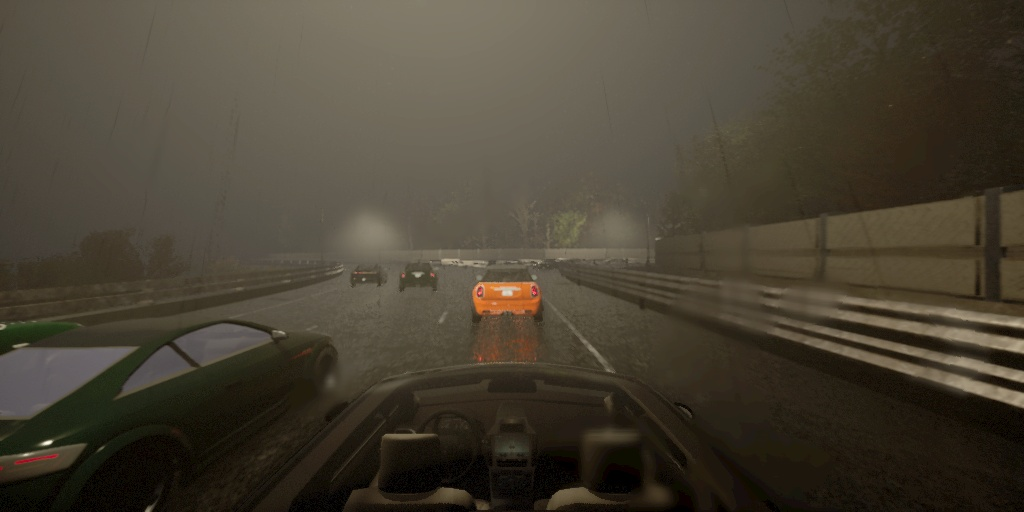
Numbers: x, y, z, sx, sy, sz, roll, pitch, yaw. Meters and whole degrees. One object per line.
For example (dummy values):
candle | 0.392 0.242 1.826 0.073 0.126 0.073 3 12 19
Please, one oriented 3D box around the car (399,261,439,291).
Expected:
car | -5.573 1.100 21.919 2.097 1.767 4.553 0 0 -10

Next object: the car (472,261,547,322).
car | -0.168 1.081 12.367 2.097 1.767 4.553 0 0 -1

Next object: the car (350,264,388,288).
car | -9.709 1.263 24.588 2.128 1.511 4.902 0 0 -13

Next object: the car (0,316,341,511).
car | -3.606 1.335 3.858 1.994 1.385 4.181 0 0 -1

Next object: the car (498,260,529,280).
car | 0.208 1.178 31.793 2.128 1.511 4.902 -1 0 8

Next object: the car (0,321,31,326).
car | -7.097 1.150 3.516 2.097 1.767 4.553 0 0 -1

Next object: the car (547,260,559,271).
car | 5.080 1.221 46.869 1.895 1.301 4.718 0 0 29
